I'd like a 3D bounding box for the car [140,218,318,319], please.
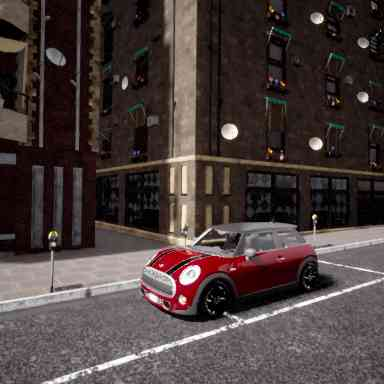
[{"bbox_3d":[0.907,1.442,7.335,4.097,1.590,1.967,0,1,-35],"label":"car"}]
